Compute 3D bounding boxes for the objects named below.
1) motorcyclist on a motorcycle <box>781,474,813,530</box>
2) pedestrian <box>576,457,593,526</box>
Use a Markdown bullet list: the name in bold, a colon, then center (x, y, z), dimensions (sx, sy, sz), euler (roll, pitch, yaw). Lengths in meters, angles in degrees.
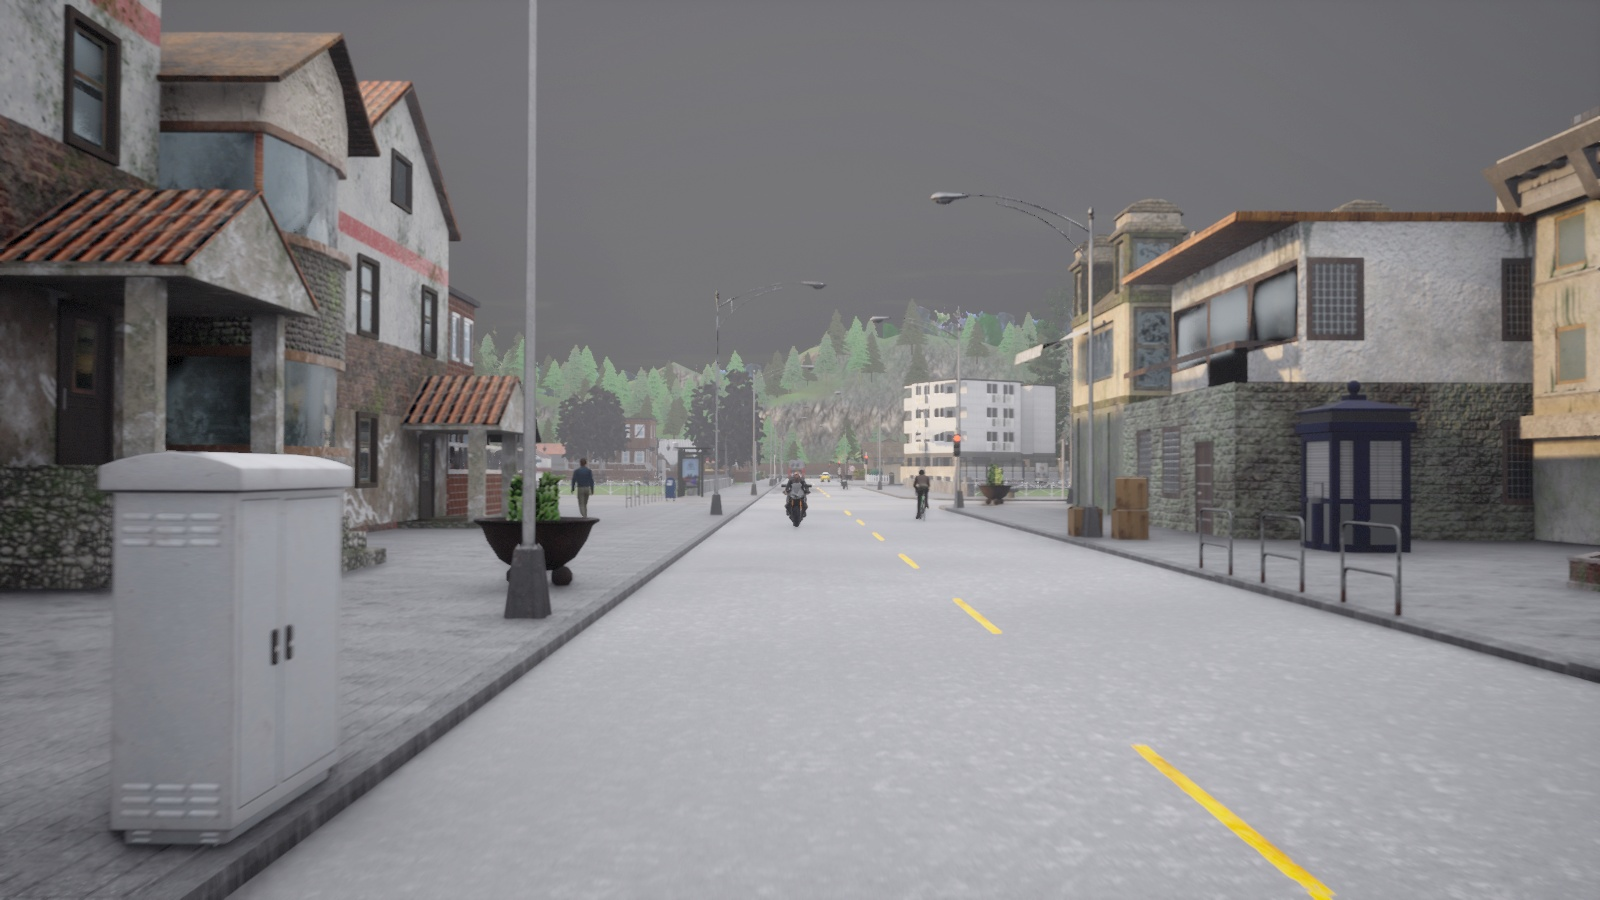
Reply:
- **motorcyclist on a motorcycle**: center (-0.087, 1.447, 35.635), dimensions (0.866, 1.530, 2.191), euler (0, -1, 0)
- **pedestrian**: center (-5.783, 1.112, 33.723), dimensions (0.370, 1.835, 0.726), euler (0, -1, -17)
